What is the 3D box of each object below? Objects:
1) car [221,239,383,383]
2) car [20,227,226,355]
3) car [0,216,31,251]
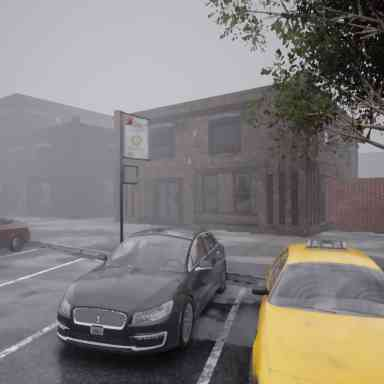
[{"bbox_3d":[1.863,1.480,4.543,1.946,1.575,5.366,1,-1,16],"label":"car"},{"bbox_3d":[-0.523,1.487,6.474,2.231,1.521,4.892,1,-1,16],"label":"car"},{"bbox_3d":[-7.839,1.528,11.717,2.002,1.452,4.674,1,-1,16],"label":"car"}]
